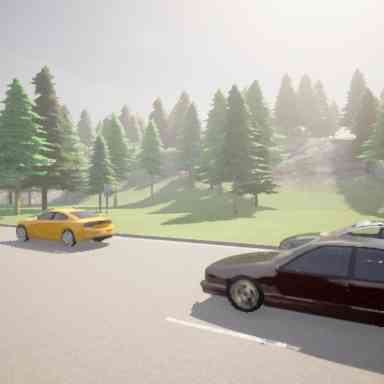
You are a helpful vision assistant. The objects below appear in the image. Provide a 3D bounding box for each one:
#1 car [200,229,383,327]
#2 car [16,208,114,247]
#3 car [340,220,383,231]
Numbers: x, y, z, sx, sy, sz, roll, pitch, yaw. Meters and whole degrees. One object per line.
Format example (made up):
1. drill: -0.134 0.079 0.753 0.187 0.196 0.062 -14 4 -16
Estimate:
1. car: 2.846 1.547 6.071 5.357 1.411 2.033 0 0 31
2. car: -5.787 1.478 14.963 5.008 1.535 1.882 0 0 30
3. car: 4.727 1.492 8.634 4.902 1.511 2.128 0 0 32
